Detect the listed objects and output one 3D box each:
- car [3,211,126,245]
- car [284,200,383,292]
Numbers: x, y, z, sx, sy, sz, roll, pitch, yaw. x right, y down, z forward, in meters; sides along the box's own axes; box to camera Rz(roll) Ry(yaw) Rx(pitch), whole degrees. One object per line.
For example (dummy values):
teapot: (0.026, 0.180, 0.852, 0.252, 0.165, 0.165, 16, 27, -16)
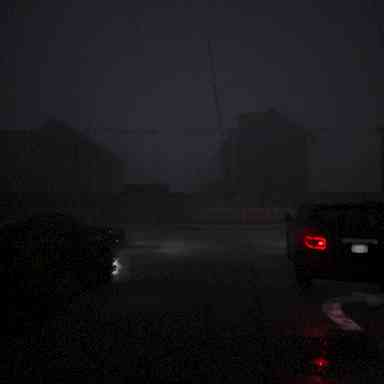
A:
car: (-5.293, 1.559, 14.029, 5.008, 1.535, 1.882, 0, 0, 1)
car: (3.853, 1.233, 9.155, 2.150, 2.045, 5.566, 0, -1, 12)
